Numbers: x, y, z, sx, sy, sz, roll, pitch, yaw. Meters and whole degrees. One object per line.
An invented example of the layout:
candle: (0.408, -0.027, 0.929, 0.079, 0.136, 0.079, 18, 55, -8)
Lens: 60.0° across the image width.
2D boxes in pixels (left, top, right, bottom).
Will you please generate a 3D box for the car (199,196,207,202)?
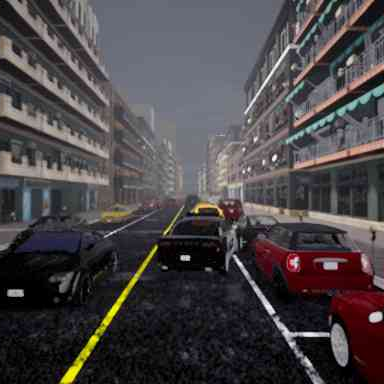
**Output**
car: (2.814, 1.795, 87.313, 1.887, 1.381, 4.507, 0, 0, 0)

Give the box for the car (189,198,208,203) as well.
car: (0.866, 1.538, 26.722, 1.801, 1.575, 5.366, 0, 0, -1)

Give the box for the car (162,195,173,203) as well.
car: (-5.582, 1.535, 76.057, 2.192, 1.841, 5.009, 0, 0, 0)

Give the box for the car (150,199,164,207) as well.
car: (-5.615, 1.741, 53.511, 1.802, 1.307, 4.206, 0, 0, 0)

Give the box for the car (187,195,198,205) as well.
car: (0.086, 1.534, 61.889, 2.097, 1.767, 4.553, 0, 0, 0)

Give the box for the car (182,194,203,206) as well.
car: (0.066, 1.362, 47.116, 2.150, 2.045, 5.566, 0, 0, 0)

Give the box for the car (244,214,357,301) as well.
car: (2.702, 1.467, 8.405, 1.967, 1.590, 4.097, 0, 0, 0)

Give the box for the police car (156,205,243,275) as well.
police car: (0.402, 1.456, 10.878, 1.930, 1.638, 5.238, -1, 0, 13)

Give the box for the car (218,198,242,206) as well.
car: (2.727, 1.393, 25.314, 2.192, 1.841, 5.009, 0, 0, 0)

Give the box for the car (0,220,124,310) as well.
car: (-3.091, 1.589, 7.828, 1.994, 1.385, 4.181, 0, 0, 0)

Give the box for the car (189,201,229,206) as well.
car: (0.927, 1.542, 20.540, 1.882, 1.535, 5.008, 0, 0, 0)

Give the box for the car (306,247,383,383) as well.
car: (2.694, 1.554, 2.768, 1.887, 1.381, 4.507, 0, 0, 0)

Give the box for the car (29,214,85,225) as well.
car: (-5.671, 1.611, 14.055, 1.947, 1.339, 4.313, 0, 0, 0)

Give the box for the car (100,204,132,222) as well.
car: (-5.655, 1.603, 25.158, 1.752, 1.417, 4.829, 0, 0, 0)

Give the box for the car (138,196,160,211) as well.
car: (-5.631, 1.567, 42.239, 1.967, 1.590, 4.097, 0, 0, 0)

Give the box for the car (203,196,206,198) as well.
car: (2.798, 1.746, 76.211, 1.752, 1.417, 4.829, 0, 0, 0)

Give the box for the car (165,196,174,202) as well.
car: (-5.575, 1.675, 81.692, 1.967, 1.590, 4.097, 0, 0, 0)

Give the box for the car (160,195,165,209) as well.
car: (-5.622, 1.458, 47.875, 2.192, 1.841, 5.009, 0, 0, 0)

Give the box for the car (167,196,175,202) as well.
car: (-5.567, 1.795, 87.329, 1.887, 1.381, 4.507, 0, 0, 0)

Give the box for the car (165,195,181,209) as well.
car: (-3.023, 1.623, 48.900, 1.882, 1.535, 5.008, 0, 0, 0)
